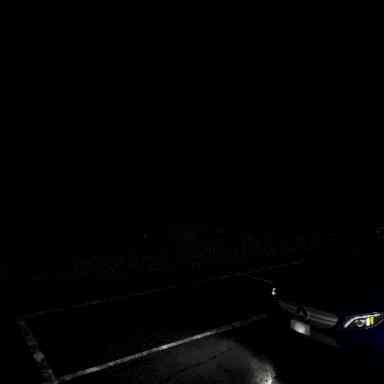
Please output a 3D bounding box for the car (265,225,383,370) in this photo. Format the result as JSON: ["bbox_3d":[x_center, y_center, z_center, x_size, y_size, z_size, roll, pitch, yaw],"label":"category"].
[{"bbox_3d":[3.326,1.524,5.739,4.674,1.442,1.812,0,0,-35],"label":"car"}]
